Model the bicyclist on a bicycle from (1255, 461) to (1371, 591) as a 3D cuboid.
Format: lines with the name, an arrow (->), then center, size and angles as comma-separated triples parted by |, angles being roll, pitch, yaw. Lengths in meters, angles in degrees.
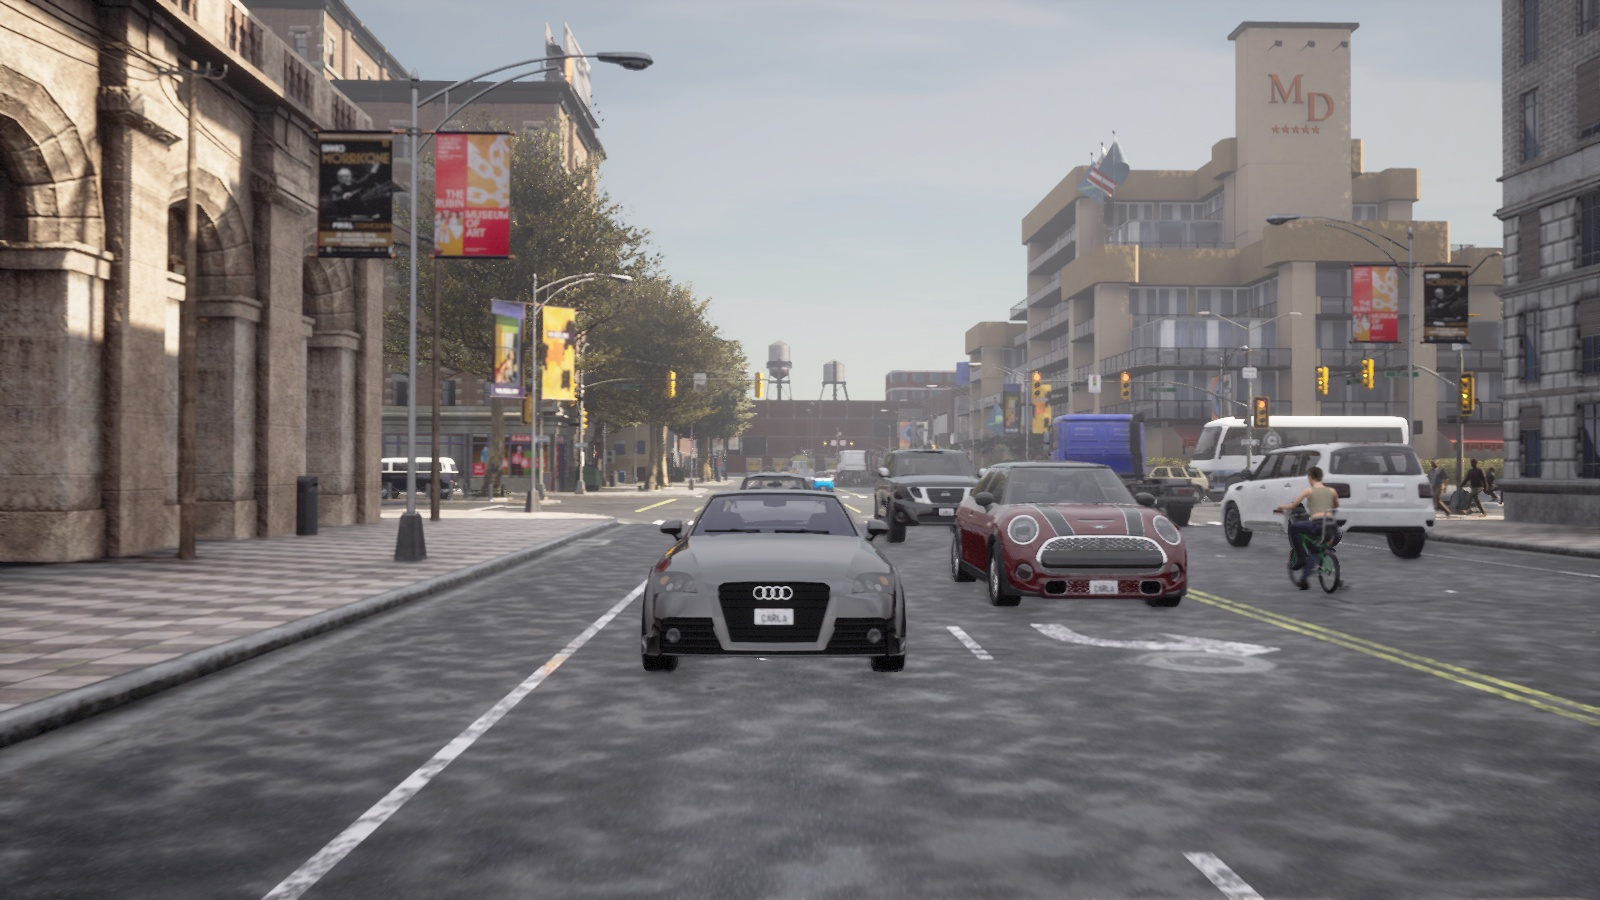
bicyclist on a bicycle -> 6.704, 0.969, 16.490 | 0.866, 1.612, 1.509 | 0, -1, -1

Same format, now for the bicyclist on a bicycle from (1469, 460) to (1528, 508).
bicyclist on a bicycle -> 26.214, 1.285, 47.131 | 1.843, 1.776, 0.659 | 0, -1, -1

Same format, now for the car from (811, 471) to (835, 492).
car -> 1.529, 2.102, 83.116 | 1.481, 1.376, 2.207 | 0, -1, -1

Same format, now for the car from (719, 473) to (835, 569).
car -> -0.410, 1.152, 21.758 | 1.816, 1.474, 4.193 | 0, -1, -1

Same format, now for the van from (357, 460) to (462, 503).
van -> -19.000, 1.525, 61.235 | 4.480, 2.038, 2.069 | 0, -1, -1

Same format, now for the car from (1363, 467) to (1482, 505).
car -> 25.056, 1.436, 50.606 | 3.806, 1.475, 1.970 | 0, -1, -1

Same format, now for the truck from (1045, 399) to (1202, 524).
truck -> 9.794, 0.374, 38.967 | 2.891, 3.462, 7.936 | 0, -1, 1

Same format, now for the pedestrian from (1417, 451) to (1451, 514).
pedestrian -> 18.874, 0.954, 37.382 | 0.694, 1.848, 0.540 | 0, -1, -11

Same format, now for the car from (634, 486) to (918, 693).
car -> -0.208, 1.040, 10.930 | 1.994, 1.385, 4.181 | 0, -1, -1

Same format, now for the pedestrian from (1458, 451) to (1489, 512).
pedestrian -> 20.452, 0.959, 38.144 | 0.703, 1.840, 0.431 | 0, -1, -11

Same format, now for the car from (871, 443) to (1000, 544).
car -> 2.920, 0.947, 28.345 | 2.150, 2.045, 5.566 | 0, -1, -2

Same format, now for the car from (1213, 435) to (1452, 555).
car -> 10.026, 0.849, 24.275 | 2.150, 2.045, 5.566 | 0, -2, -1

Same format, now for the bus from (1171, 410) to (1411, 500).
bus -> 24.092, 0.268, 62.075 | 10.273, 4.253, 3.944 | 0, -1, -1

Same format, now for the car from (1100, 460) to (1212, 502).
car -> 16.336, 1.427, 57.696 | 4.605, 1.855, 1.932 | 0, -1, -13

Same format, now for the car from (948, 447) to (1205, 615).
car -> 3.214, 0.891, 15.624 | 2.097, 1.767, 4.553 | 0, -1, -1
